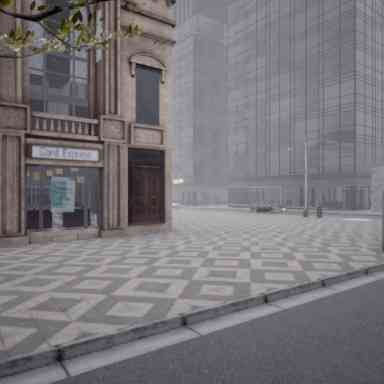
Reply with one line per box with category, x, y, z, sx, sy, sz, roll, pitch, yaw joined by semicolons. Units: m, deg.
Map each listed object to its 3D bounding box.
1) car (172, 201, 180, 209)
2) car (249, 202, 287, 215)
car;-3.876;2.269;57.167;1.812;1.442;4.674;0;-1;-36
car;8.962;1.892;39.328;2.128;1.511;4.902;0;-1;-36
